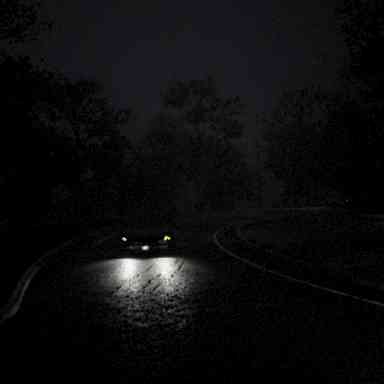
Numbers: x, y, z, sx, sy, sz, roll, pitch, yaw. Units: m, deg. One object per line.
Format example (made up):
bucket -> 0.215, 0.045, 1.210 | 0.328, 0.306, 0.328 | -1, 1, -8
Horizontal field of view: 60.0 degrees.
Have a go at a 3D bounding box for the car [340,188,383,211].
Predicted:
car -> 16.577, 0.622, 30.289 | 5.566, 2.045, 2.150 | -1, 0, 8

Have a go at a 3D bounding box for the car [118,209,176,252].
car -> -1.680, 1.422, 13.589 | 2.033, 1.411, 5.357 | -1, 1, -3
